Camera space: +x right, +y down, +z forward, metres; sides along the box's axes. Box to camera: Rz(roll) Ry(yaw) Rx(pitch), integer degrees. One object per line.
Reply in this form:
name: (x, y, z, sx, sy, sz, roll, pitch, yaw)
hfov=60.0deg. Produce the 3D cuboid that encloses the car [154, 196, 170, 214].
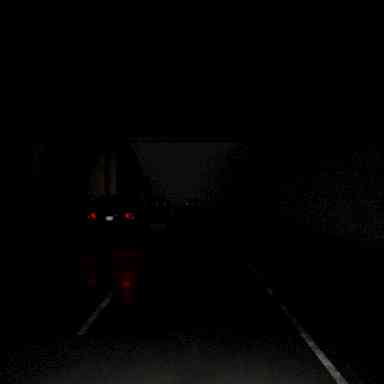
car: (-3.389, 1.239, 34.351, 2.097, 1.767, 4.553, 0, 0, 0)

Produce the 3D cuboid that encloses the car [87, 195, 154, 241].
car: (-3.396, 1.167, 16.362, 2.150, 2.045, 5.566, 0, 0, 0)

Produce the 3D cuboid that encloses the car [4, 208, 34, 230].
car: (-10.596, 1.541, 18.125, 1.895, 1.301, 4.718, 0, 0, 0)

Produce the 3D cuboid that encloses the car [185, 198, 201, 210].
car: (0.109, 1.411, 41.161, 2.033, 1.411, 5.357, 0, 0, 0)
